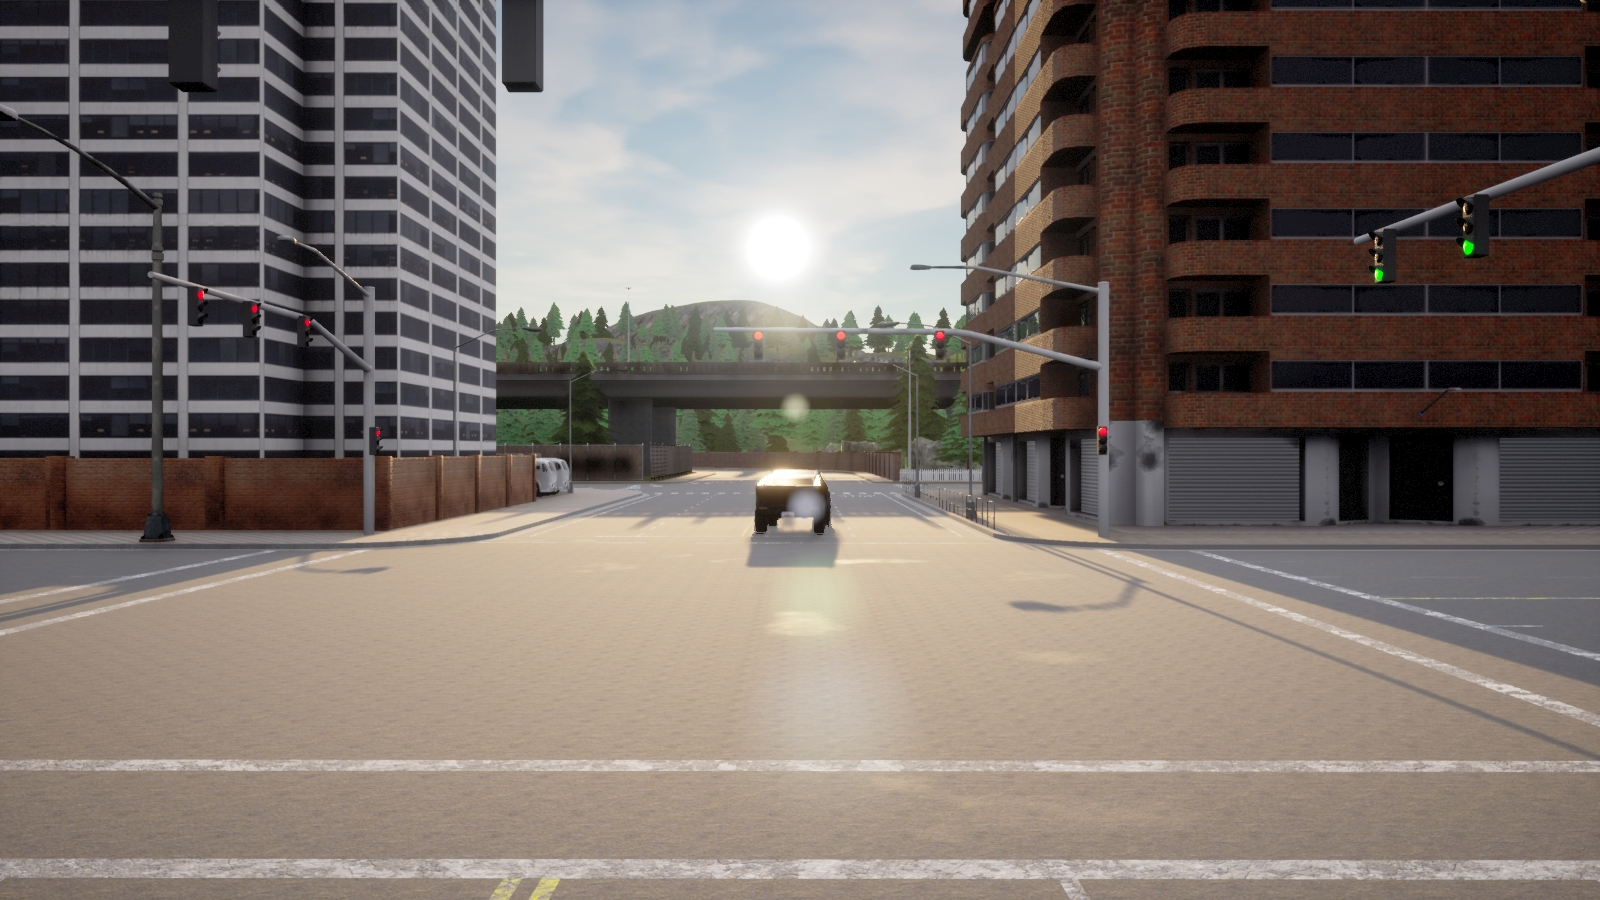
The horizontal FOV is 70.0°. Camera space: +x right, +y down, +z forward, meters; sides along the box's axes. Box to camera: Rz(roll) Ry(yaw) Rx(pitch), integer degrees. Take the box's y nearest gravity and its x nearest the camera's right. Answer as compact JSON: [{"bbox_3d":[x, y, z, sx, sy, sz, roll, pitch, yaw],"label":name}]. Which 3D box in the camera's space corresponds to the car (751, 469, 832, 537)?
[{"bbox_3d":[-0.183,1.751,40.058,2.390,2.098,6.274,0,0,4],"label":"car"}]
